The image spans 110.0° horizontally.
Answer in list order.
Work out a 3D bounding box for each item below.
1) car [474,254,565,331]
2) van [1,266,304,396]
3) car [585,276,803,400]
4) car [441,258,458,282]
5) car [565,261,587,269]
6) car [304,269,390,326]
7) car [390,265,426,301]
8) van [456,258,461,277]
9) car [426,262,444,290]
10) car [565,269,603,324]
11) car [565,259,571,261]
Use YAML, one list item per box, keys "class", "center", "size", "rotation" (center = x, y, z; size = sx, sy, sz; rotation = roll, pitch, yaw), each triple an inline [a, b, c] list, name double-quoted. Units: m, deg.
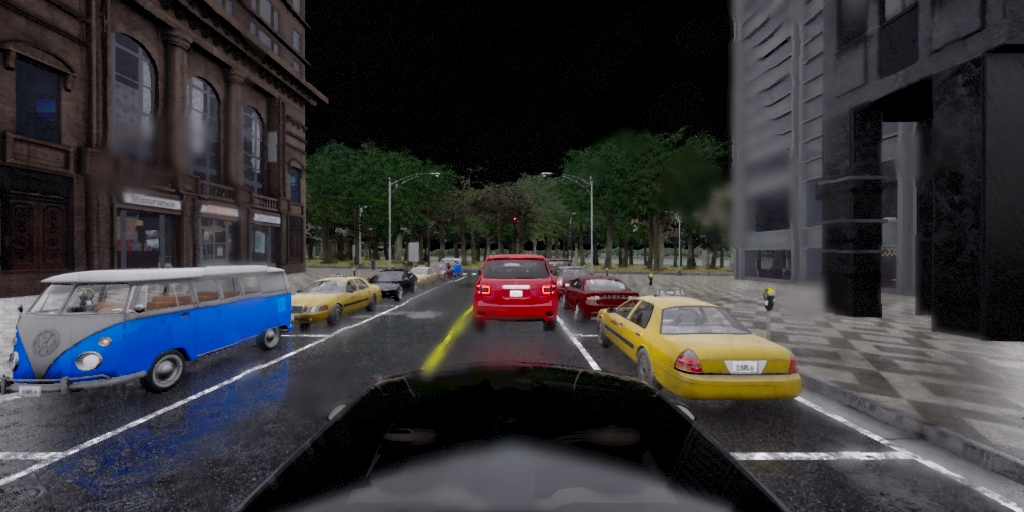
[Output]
- class: "car"
  center: [0.104, 0.972, 11.077]
  size: [2.150, 2.045, 5.566]
  rotation: [0, 0, 0]
- class: "van"
  center: [-5.763, 1.091, 6.383]
  size: [1.690, 1.789, 3.998]
  rotation: [0, 0, 0]
- class: "car"
  center: [2.763, 1.275, 6.552]
  size: [1.751, 1.417, 4.829]
  rotation: [0, 0, 0]
- class: "car"
  center: [-5.760, 1.193, 28.133]
  size: [1.967, 1.591, 4.097]
  rotation: [0, 0, 0]
- class: "car"
  center: [2.764, 1.191, 17.257]
  size: [1.967, 1.591, 4.097]
  rotation: [0, 0, 0]
- class: "car"
  center: [-5.762, 1.276, 11.651]
  size: [1.751, 1.417, 4.829]
  rotation: [0, 0, 0]
- class: "car"
  center: [-5.762, 1.317, 17.258]
  size: [1.948, 1.339, 4.313]
  rotation: [0, 0, 0]
- class: "van"
  center: [-5.760, 1.096, 33.570]
  size: [1.690, 1.789, 3.998]
  rotation: [0, 0, 0]
- class: "car"
  center: [-5.761, 1.277, 22.525]
  size: [1.751, 1.417, 4.829]
  rotation: [0, 0, 0]
- class: "car"
  center: [2.763, 1.295, 11.819]
  size: [1.888, 1.381, 4.507]
  rotation: [0, 0, 0]
- class: "car"
  center: [2.764, 1.067, 22.694]
  size: [2.192, 1.841, 5.009]
  rotation: [0, 0, 0]
